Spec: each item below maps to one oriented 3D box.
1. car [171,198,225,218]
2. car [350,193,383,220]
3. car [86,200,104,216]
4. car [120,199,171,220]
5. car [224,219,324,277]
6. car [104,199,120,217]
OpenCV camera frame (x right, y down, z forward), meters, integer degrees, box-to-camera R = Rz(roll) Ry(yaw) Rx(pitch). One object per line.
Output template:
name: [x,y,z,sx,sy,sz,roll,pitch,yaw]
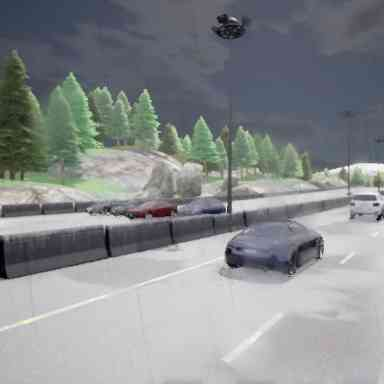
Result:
car: [0.777,1.289,26.272,2.097,1.767,4.553,0,0,35]
car: [14.300,1.069,26.866,2.150,2.045,5.566,0,1,35]
car: [-7.942,1.444,32.129,2.128,1.511,4.902,0,0,35]
car: [-3.107,1.432,26.843,1.882,1.535,5.008,0,0,35]
car: [2.724,1.552,10.496,1.994,1.385,4.181,0,0,35]
car: [-5.151,1.454,30.013,1.837,1.490,4.892,0,0,35]
